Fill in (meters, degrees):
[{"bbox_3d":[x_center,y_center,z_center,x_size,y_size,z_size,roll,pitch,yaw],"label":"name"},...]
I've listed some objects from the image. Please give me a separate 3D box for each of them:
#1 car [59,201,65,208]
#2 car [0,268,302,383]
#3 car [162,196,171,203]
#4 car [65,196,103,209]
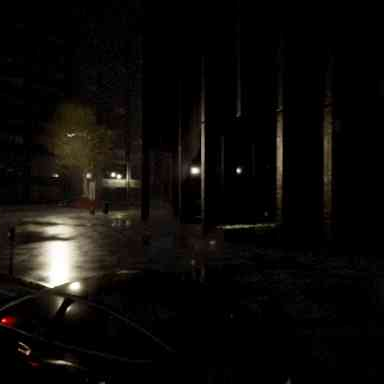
[{"bbox_3d":[-15.758,1.386,45.395,1.837,1.490,4.892,0,0,35],"label":"car"},{"bbox_3d":[-1.013,1.564,3.674,4.313,1.339,1.947,0,0,35],"label":"car"},{"bbox_3d":[-3.719,1.414,62.291,1.994,1.385,4.181,0,0,35],"label":"car"},{"bbox_3d":[-13.573,1.466,42.858,1.994,1.385,4.181,0,0,35],"label":"car"}]
